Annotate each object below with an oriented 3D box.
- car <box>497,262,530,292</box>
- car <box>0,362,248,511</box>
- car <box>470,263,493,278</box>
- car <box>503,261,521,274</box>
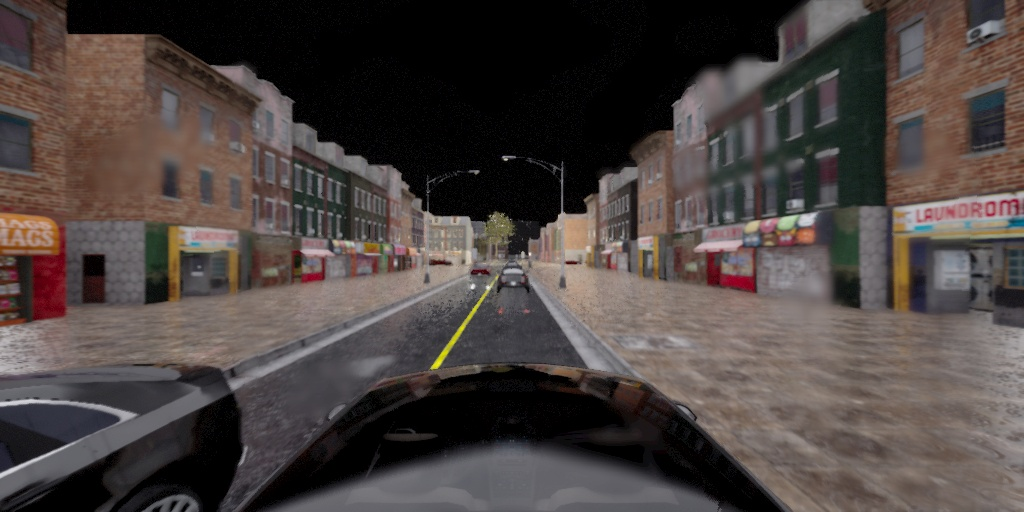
[{"bbox_3d":[0.069,1.279,21.257,1.812,1.442,4.674,0,0,0],"label":"car"},{"bbox_3d":[-2.841,1.240,0.543,2.128,1.511,4.902,0,0,0],"label":"car"},{"bbox_3d":[-2.894,1.357,34.339,1.895,1.301,4.718,0,0,0],"label":"car"},{"bbox_3d":[0.039,1.322,41.436,1.994,1.385,4.181,0,0,0],"label":"car"}]
